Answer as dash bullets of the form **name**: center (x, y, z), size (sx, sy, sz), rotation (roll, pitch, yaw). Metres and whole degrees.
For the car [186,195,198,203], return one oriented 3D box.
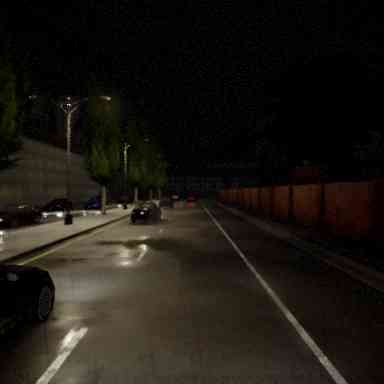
- **car**: center (-0.007, 1.386, 64.216), size (1.837, 1.490, 4.892), rotation (0, 0, 0)

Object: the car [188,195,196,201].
- **car**: center (-0.008, 1.319, 74.475), size (1.812, 1.442, 4.674), rotation (0, 0, 0)

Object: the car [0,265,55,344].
- **car**: center (-3.400, 1.518, 4.132), size (1.812, 1.442, 4.674), rotation (0, 0, 0)

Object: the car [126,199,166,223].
- **car**: center (-3.403, 1.500, 25.306), size (2.033, 1.411, 5.357), rotation (0, 0, 0)

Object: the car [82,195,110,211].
- **car**: center (-11.594, 1.451, 39.896), size (1.812, 1.442, 4.674), rotation (0, 0, 0)

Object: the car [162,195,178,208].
- **car**: center (-3.405, 1.464, 45.048), size (2.033, 1.411, 5.357), rotation (0, 0, 0)

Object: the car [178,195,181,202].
- **car**: center (-3.508, 1.389, 73.467), size (2.128, 1.511, 4.902), rotation (0, 0, 0)

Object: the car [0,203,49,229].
- **car**: center (-11.601, 1.504, 21.588), size (2.033, 1.411, 5.357), rotation (0, 0, 0)

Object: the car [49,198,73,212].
- **car**: center (-15.097, 1.455, 37.928), size (1.812, 1.442, 4.674), rotation (0, 0, 0)

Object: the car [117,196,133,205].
- **car**: center (-11.548, 1.440, 57.952), size (2.033, 1.411, 5.357), rotation (0, 0, 1)
